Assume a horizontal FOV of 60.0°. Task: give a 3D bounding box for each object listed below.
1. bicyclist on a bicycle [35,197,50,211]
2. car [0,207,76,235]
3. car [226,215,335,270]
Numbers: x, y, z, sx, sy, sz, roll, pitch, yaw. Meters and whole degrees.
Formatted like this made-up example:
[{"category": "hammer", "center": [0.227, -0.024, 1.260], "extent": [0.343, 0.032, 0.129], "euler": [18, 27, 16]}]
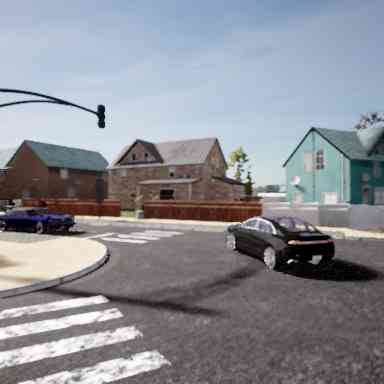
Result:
[{"category": "bicyclist on a bicycle", "center": [-11.993, 1.235, 26.520], "extent": [0.582, 1.620, 1.656], "euler": [0, 0, 26]}, {"category": "car", "center": [-8.708, 1.522, 18.387], "extent": [4.718, 1.301, 1.895], "euler": [0, 0, 27]}, {"category": "car", "center": [2.797, 1.568, 11.663], "extent": [2.128, 1.511, 4.902], "euler": [0, 2, -17]}]
